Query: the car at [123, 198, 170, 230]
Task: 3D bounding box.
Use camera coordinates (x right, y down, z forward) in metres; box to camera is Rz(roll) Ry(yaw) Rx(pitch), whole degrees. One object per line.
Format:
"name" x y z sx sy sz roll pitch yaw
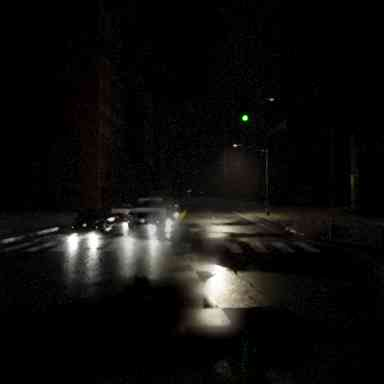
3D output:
"car" -2.998 1.444 23.214 2.150 2.045 5.566 0 -1 1

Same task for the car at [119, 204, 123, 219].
"car" -6.153 1.820 30.046 1.812 1.442 4.674 0 -1 1

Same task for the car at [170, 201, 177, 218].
"car" -2.849 1.918 33.436 1.895 1.301 4.718 0 -1 1

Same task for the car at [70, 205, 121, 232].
"car" -6.263 1.780 21.564 1.994 1.385 4.181 0 -1 2

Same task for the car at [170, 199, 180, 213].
"car" -2.709 1.765 43.552 2.097 1.767 4.553 0 -1 1

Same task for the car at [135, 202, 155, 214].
"car" -5.981 1.975 42.518 1.994 1.385 4.181 0 -1 0
